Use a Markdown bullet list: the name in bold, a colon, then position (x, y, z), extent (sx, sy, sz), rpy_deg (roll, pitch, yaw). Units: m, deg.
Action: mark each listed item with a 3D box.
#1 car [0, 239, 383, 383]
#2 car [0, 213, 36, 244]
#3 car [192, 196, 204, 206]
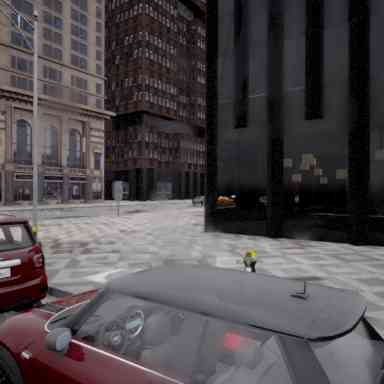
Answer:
- **car**: position (-0.253, 1.440, 3.140), extent (4.097, 1.590, 1.967), rpy_deg (0, 0, 35)
- **car**: position (-4.815, 1.314, 6.392), extent (5.009, 1.841, 2.192), rpy_deg (0, 0, 35)
- **car**: position (1.938, 1.372, 52.070), extent (2.128, 1.511, 4.902), rpy_deg (0, 0, 36)
